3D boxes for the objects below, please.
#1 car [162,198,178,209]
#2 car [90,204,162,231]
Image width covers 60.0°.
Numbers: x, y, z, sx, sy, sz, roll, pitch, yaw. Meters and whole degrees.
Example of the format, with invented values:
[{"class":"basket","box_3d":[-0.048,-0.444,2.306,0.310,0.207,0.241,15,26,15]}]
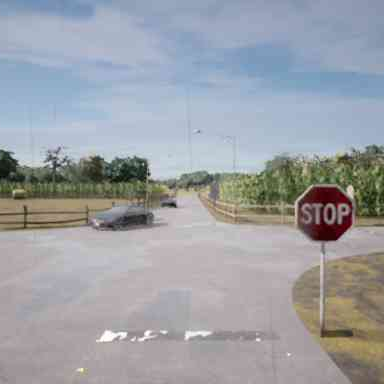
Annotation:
[{"class":"car","box_3d":[-2.851,1.416,42.687,1.895,1.301,4.718,0,0,0]},{"class":"car","box_3d":[-4.118,1.500,20.454,1.812,1.442,4.674,2,2,29]}]
